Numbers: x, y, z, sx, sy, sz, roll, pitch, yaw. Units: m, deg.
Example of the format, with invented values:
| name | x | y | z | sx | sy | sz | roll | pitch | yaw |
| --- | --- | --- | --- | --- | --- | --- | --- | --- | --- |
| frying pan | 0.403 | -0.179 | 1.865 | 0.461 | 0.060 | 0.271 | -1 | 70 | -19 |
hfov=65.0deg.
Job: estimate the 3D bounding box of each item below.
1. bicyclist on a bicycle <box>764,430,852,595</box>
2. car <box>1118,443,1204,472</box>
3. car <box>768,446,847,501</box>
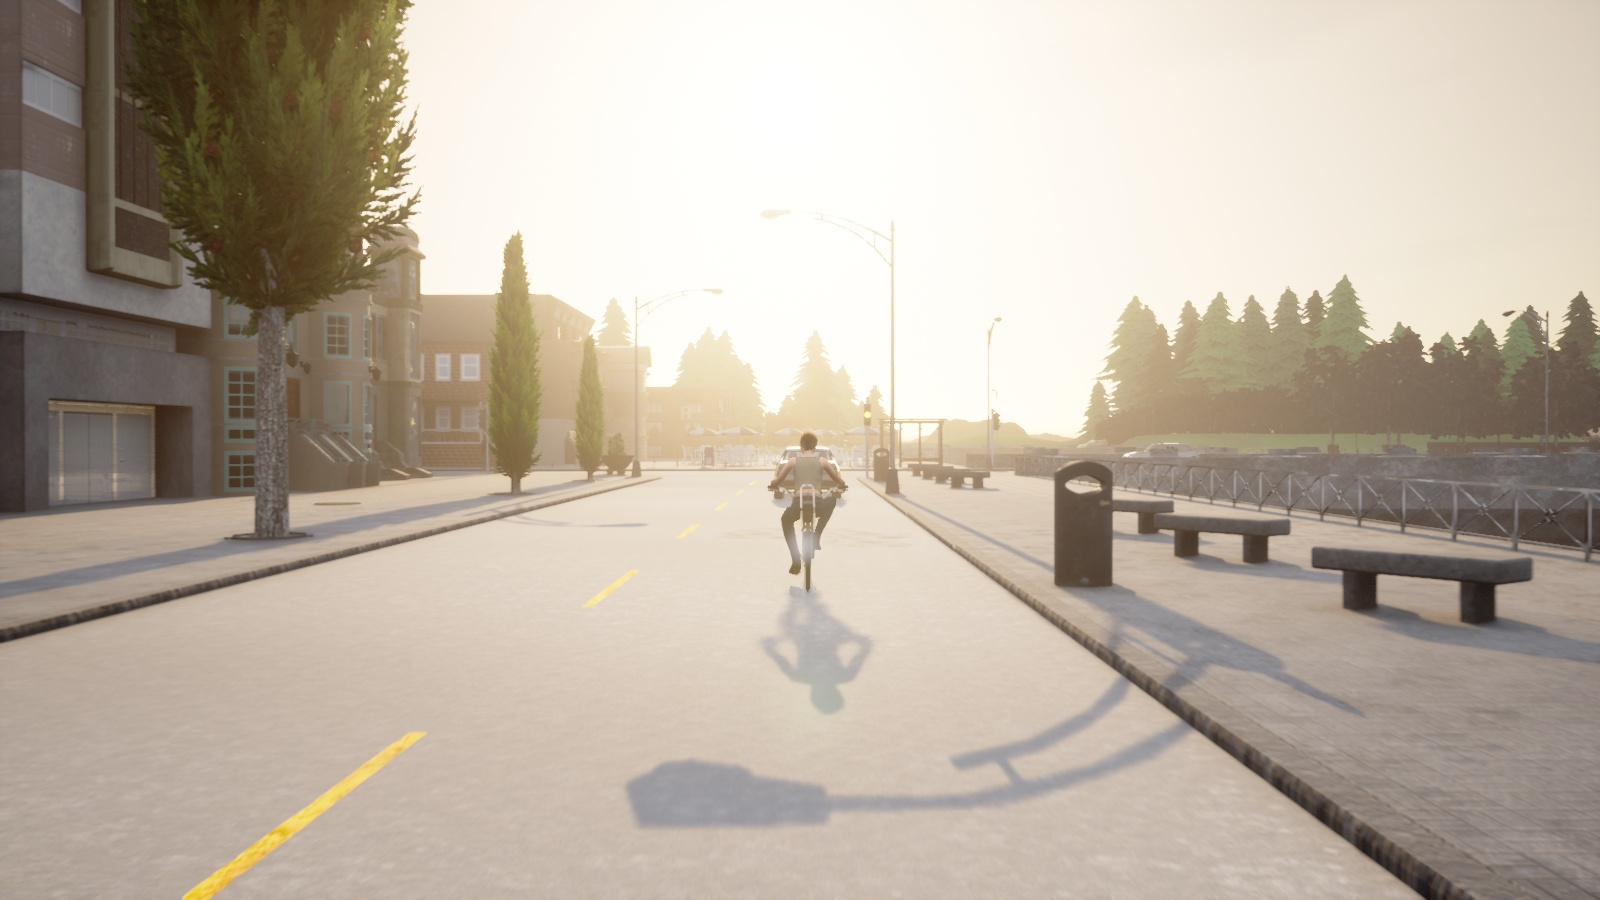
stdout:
| name | x | y | z | sx | sy | sz | roll | pitch | yaw |
| --- | --- | --- | --- | --- | --- | --- | --- | --- | --- |
| bicyclist on a bicycle | 0.083 | 0.609 | 13.078 | 0.866 | 1.612 | 1.509 | 0 | 0 | 1 |
| car | 18.428 | 0.365 | 64.188 | 3.806 | 1.475 | 1.970 | 0 | 0 | 0 |
| car | 0.210 | 0.596 | 35.228 | 2.033 | 1.411 | 5.357 | 0 | 0 | 0 |
